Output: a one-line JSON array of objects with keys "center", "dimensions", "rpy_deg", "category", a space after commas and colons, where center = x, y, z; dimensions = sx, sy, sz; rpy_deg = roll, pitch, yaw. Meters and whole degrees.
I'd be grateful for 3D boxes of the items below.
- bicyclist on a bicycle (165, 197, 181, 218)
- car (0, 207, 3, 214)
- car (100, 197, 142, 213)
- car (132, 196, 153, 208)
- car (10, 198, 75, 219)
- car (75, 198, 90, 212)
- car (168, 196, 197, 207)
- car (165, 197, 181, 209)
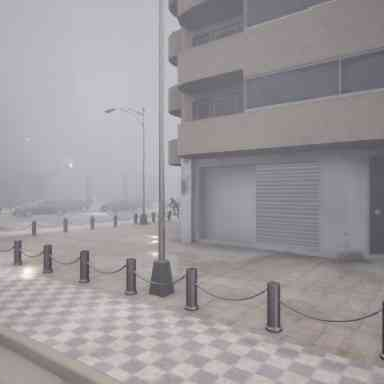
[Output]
[{"center": [-1.503, 1.246, 26.473], "dimensions": [1.656, 1.620, 0.582], "rpy_deg": [0, 0, 36], "category": "bicyclist on a bicycle"}, {"center": [-18.580, 1.545, 27.608], "dimensions": [1.895, 1.301, 4.718], "rpy_deg": [0, 0, 36], "category": "car"}, {"center": [-7.972, 1.508, 36.262], "dimensions": [1.994, 1.385, 4.181], "rpy_deg": [0, 0, 36], "category": "car"}, {"center": [-7.236, 1.296, 43.234], "dimensions": [2.097, 1.767, 4.553], "rpy_deg": [0, 0, 36], "category": "car"}, {"center": [-13.203, 1.436, 29.043], "dimensions": [2.128, 1.511, 4.902], "rpy_deg": [0, 0, 36], "category": "car"}, {"center": [-13.100, 1.449, 35.149], "dimensions": [1.837, 1.490, 4.892], "rpy_deg": [0, 0, 36], "category": "car"}, {"center": [-1.382, 1.449, 51.286], "dimensions": [1.837, 1.490, 4.892], "rpy_deg": [0, 0, 36], "category": "car"}, {"center": [-2.118, 1.508, 44.334], "dimensions": [1.994, 1.385, 4.181], "rpy_deg": [0, 0, 36], "category": "car"}]
